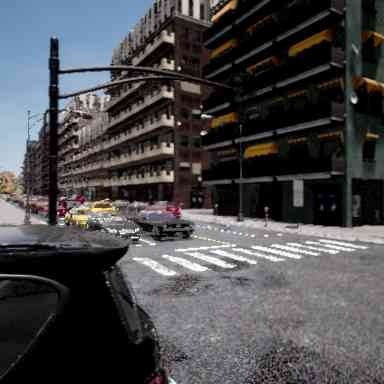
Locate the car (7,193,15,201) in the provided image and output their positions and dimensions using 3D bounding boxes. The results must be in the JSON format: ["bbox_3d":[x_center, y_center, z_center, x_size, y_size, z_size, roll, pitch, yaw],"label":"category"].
[{"bbox_3d":[-41.853,1.254,77.855,2.192,1.841,5.009,2,-1,-32],"label":"car"}]

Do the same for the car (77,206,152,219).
[{"bbox_3d":[-3.935,1.592,16.199,2.008,1.369,4.403,2,-1,-32],"label":"car"}]

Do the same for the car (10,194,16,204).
[{"bbox_3d":[-33.107,1.526,63.625,1.947,1.339,4.313,2,-1,-32],"label":"car"}]

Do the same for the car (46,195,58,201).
[{"bbox_3d":[-34.703,1.587,82.214,2.008,1.369,4.403,2,-1,-32],"label":"car"}]

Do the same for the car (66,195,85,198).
[{"bbox_3d":[-20.112,1.386,58.505,2.192,1.841,5.009,2,-1,-32],"label":"car"}]

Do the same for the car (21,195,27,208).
[{"bbox_3d":[-21.349,1.515,44.510,1.752,1.417,4.829,2,-1,-32],"label":"car"}]

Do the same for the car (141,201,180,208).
[{"bbox_3d":[-2.612,1.560,30.048,1.967,1.590,4.097,2,-1,-32],"label":"car"}]

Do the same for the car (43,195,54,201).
[{"bbox_3d":[-37.621,1.596,86.957,1.947,1.339,4.313,2,-1,-32],"label":"car"}]

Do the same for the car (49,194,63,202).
[{"bbox_3d":[-31.781,1.358,77.474,2.192,1.841,5.009,2,-1,-32],"label":"car"}]

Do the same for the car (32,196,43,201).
[{"bbox_3d":[-39.267,1.586,84.481,1.895,1.301,4.718,1,0,-32],"label":"car"}]

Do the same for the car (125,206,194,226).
[{"bbox_3d":[-1.790,1.672,17.652,1.895,1.301,4.718,1,0,-32],"label":"car"}]

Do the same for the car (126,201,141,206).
[{"bbox_3d":[-5.532,1.662,34.789,2.008,1.369,4.403,2,-1,-32],"label":"car"}]

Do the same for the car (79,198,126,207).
[{"bbox_3d":[-7.271,1.531,26.552,1.882,1.535,5.008,1,0,-32],"label":"car"}]

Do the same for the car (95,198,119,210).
[{"bbox_3d":[-11.454,1.619,44.419,1.752,1.417,4.829,2,-1,-32],"label":"car"}]

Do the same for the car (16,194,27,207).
[{"bbox_3d":[-24.350,1.297,49.400,2.192,1.841,5.009,2,-1,-32],"label":"car"}]

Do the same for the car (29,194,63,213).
[{"bbox_3d":[-15.599,1.321,35.173,2.192,1.841,5.009,2,-1,-32],"label":"car"}]

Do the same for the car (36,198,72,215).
[{"bbox_3d":[-12.687,1.559,30.427,1.887,1.381,4.507,2,-1,-32],"label":"car"}]

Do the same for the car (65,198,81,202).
[{"bbox_3d":[-12.461,1.601,35.004,1.994,1.385,4.181,1,0,-31],"label":"car"}]

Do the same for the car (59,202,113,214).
[{"bbox_3d":[-6.763,1.558,20.797,1.752,1.417,4.829,2,-1,-32],"label":"car"}]

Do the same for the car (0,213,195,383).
[{"bbox_3d":[-2.730,1.240,1.260,5.566,2.045,2.150,1,-1,-31],"label":"car"}]

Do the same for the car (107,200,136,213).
[{"bbox_3d":[-8.448,1.653,39.532,2.008,1.369,4.403,2,-1,-32],"label":"car"}]

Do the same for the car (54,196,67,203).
[{"bbox_3d":[-28.869,1.594,72.729,1.887,1.381,4.507,2,-1,-32],"label":"car"}]
